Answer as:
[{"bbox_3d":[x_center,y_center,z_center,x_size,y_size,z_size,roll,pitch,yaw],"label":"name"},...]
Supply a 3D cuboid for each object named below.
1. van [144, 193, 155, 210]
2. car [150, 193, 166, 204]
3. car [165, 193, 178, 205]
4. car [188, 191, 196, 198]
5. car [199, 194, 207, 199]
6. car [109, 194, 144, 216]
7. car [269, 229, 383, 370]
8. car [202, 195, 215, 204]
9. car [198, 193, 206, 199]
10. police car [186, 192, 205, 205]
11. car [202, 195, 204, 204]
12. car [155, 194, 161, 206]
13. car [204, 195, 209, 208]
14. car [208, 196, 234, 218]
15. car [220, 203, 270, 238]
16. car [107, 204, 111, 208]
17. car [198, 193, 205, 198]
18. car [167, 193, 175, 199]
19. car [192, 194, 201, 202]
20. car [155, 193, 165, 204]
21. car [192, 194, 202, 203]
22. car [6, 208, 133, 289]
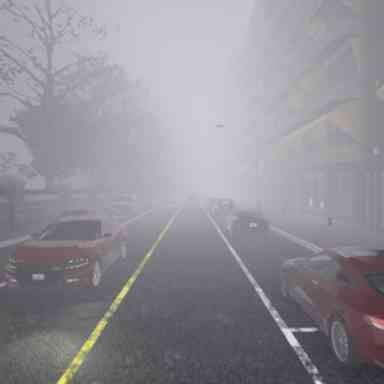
[{"bbox_3d":[-5.691,1.128,39.192,1.690,1.788,3.998,0,0,0],"label":"van"},{"bbox_3d":[-5.692,1.022,56.085,2.192,1.841,5.009,0,0,0],"label":"car"},{"bbox_3d":[-3.079,1.278,51.040,2.033,1.411,5.357,0,0,0],"label":"car"},{"bbox_3d":[0.001,0.747,87.342,2.097,1.767,4.553,0,0,0],"label":"car"},{"bbox_3d":[2.688,1.134,84.236,1.887,1.381,4.507,0,0,0],"label":"car"},{"bbox_3d":[-5.690,1.158,27.932,2.192,1.841,5.009,0,0,0],"label":"car"},{"bbox_3d":[2.690,1.550,5.413,1.802,1.307,4.206,0,0,0],"label":"car"},{"bbox_3d":[2.688,1.274,56.087,1.947,1.339,4.313,0,0,0],"label":"car"},{"bbox_3d":[2.687,1.113,89.867,1.887,1.381,4.507,0,0,0],"label":"car"},{"bbox_3d":[0.442,1.147,53.143,1.930,1.638,5.238,0,0,12],"label":"police car"},{"bbox_3d":[2.689,1.342,44.825,1.802,1.307,4.206,0,0,0],"label":"car"},{"bbox_3d":[-5.692,1.342,44.824,1.802,1.307,4.206,0,0,0],"label":"car"},{"bbox_3d":[2.689,1.311,39.364,1.752,1.417,4.829,0,0,0],"label":"car"},{"bbox_3d":[2.689,1.283,27.932,1.967,1.590,4.097,0,0,0],"label":"car"},{"bbox_3d":[2.690,1.470,16.674,1.947,1.339,4.313,0,0,0],"label":"car"},{"bbox_3d":[-5.691,1.469,16.673,1.947,1.339,4.313,0,0,0],"label":"car"},{"bbox_3d":[2.687,0.988,95.496,1.967,1.590,4.097,0,0,0],"label":"car"},{"bbox_3d":[-5.694,1.008,89.866,1.967,1.590,4.097,0,0,0],"label":"car"},{"bbox_3d":[0.899,1.129,68.846,1.882,1.535,5.008,0,0,0],"label":"car"},{"bbox_3d":[-5.692,1.278,50.454,1.887,1.381,4.507,0,0,0],"label":"car"},{"bbox_3d":[0.899,1.132,63.035,1.801,1.575,5.366,0,0,0],"label":"car"},{"bbox_3d":[-3.099,1.423,9.202,1.882,1.535,5.008,0,0,0],"label":"car"}]
